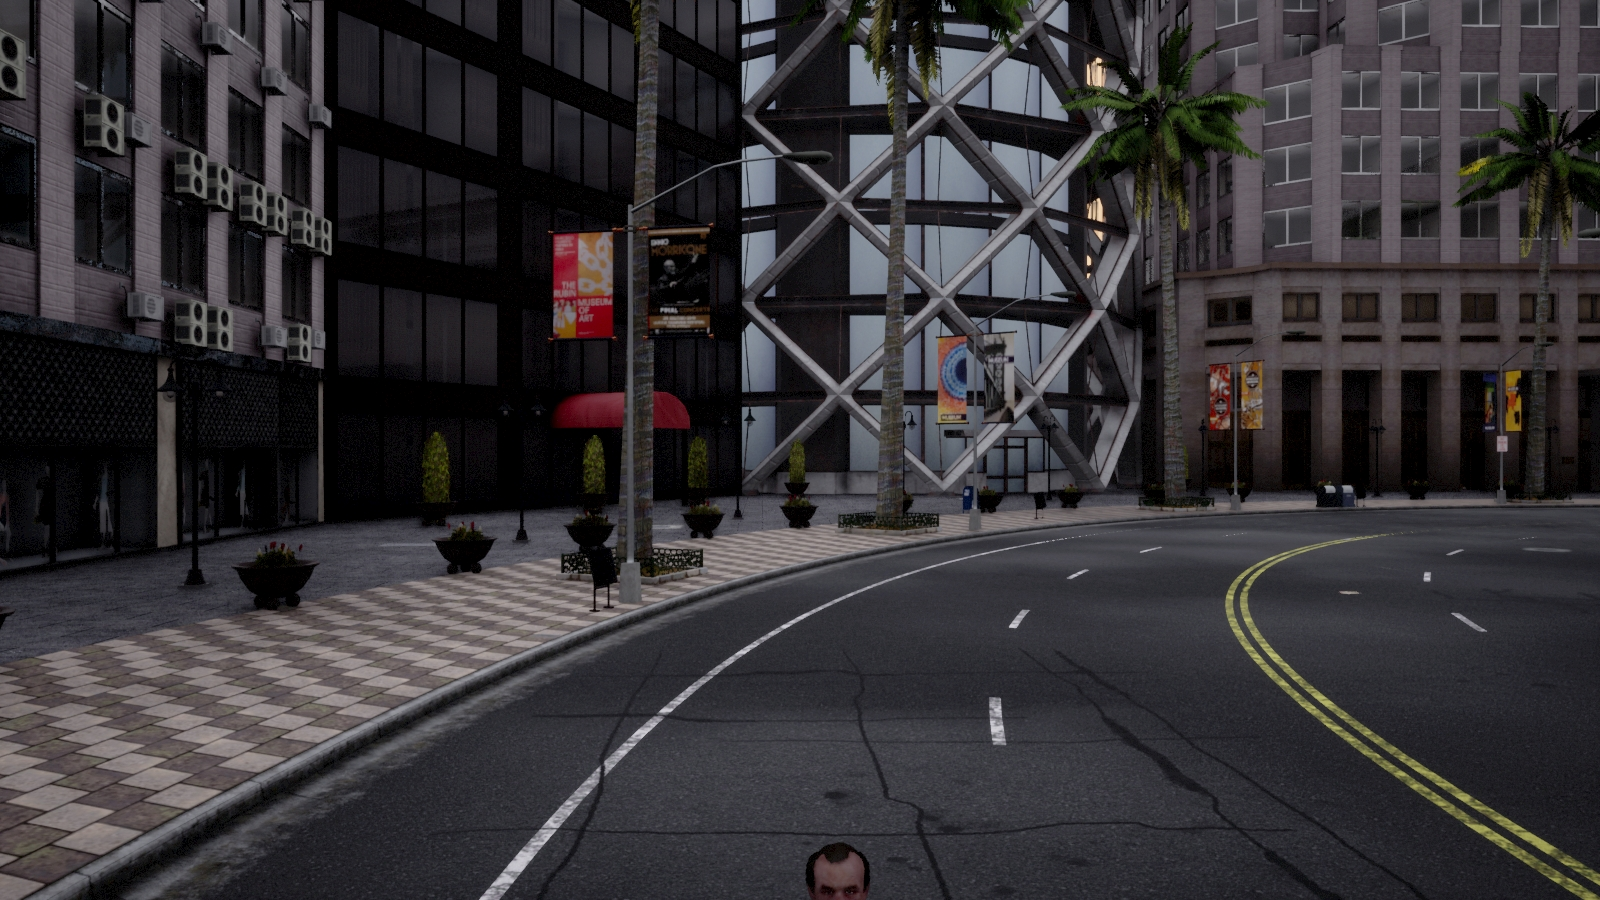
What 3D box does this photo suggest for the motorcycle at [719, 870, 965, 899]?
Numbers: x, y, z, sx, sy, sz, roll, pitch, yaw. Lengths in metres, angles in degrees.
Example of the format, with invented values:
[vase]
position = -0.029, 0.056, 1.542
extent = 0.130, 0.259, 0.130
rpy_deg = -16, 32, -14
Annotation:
[motorcycle]
position = 0.124, 2.182, 3.338
extent = 0.856, 1.236, 1.805
rpy_deg = 0, 0, 2
